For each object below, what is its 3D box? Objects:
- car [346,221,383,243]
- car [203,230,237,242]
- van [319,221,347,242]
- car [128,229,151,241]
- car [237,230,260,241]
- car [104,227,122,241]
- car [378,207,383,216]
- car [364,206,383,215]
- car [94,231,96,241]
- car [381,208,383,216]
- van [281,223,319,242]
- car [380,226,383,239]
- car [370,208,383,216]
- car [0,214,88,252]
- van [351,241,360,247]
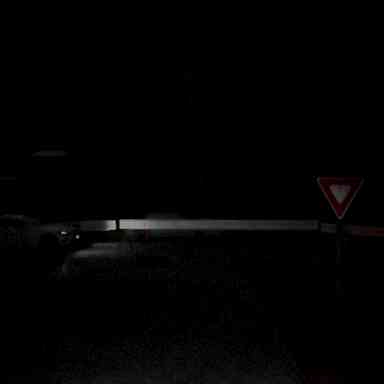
[{"bbox_3d":[17.647,4.368,36.887,2.435,2.045,5.566,0,0,-18],"label":"car"},{"bbox_3d":[2.838,4.495,37.434,2.185,1.767,4.553,0,0,-18],"label":"car"},{"bbox_3d":[14.636,4.394,37.120,1.878,1.987,4.442,0,0,-18],"label":"van"},{"bbox_3d":[-6.010,4.648,37.676,2.163,1.488,4.792,0,0,-18],"label":"car"},{"bbox_3d":[5.810,4.621,37.305,2.231,1.521,4.892,0,0,-18],"label":"car"},{"bbox_3d":[-9.048,4.617,37.971,1.946,1.575,5.366,0,0,-18],"label":"car"},{"bbox_3d":[41.416,4.238,69.848,4.553,1.767,2.185,-1,0,-17],"label":"car"},{"bbox_3d":[41.847,4.195,75.850,4.553,1.767,2.185,-1,1,-16],"label":"car"},{"bbox_3d":[-11.936,4.618,37.898,2.097,1.535,5.008,0,0,-18],"label":"car"},{"bbox_3d":[41.277,4.385,66.849,5.008,1.535,2.097,-1,1,-17],"label":"car"},{"bbox_3d":[11.678,4.395,37.219,1.878,1.987,4.442,0,0,-18],"label":"van"},{"bbox_3d":[23.570,4.647,36.694,2.163,1.488,4.792,0,0,-18],"label":"car"},{"bbox_3d":[41.631,4.382,72.850,4.674,1.452,2.002,-1,0,-17],"label":"car"},{"bbox_3d":[-7.047,1.648,13.770,4.674,1.442,1.812,-2,0,2],"label":"car"},{"bbox_3d":[10.828,4.526,20.069,1.878,1.987,4.442,0,1,-18],"label":"van"}]
